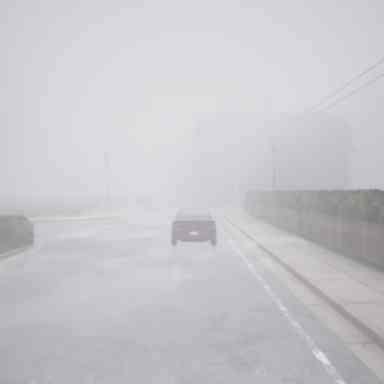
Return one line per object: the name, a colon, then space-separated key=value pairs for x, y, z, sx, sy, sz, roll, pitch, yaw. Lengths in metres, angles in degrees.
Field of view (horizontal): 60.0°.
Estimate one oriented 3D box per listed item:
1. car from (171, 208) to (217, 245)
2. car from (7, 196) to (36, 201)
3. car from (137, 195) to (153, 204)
car: x=0.085 y=1.451 z=15.400 sx=1.882 sy=1.535 sz=5.008 roll=0 pitch=0 yaw=0
car: x=-29.072 y=1.450 z=56.075 sx=5.357 sy=1.411 sz=2.033 roll=0 pitch=0 yaw=1
car: x=-8.654 y=1.403 z=61.023 sx=1.837 sy=1.490 sz=4.892 roll=0 pitch=1 yaw=11
